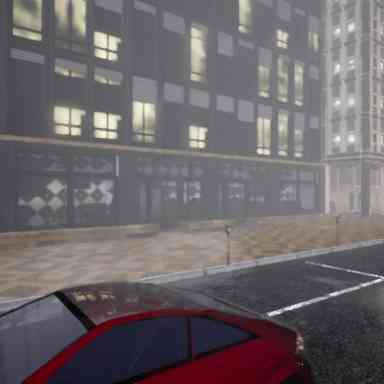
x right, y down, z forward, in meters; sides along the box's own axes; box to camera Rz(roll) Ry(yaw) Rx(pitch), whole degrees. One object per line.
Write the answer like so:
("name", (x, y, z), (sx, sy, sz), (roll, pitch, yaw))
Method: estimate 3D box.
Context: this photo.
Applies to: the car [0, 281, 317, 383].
("car", (-0.883, 1.566, 2.743), (4.181, 1.385, 1.994), (0, 0, -35))
